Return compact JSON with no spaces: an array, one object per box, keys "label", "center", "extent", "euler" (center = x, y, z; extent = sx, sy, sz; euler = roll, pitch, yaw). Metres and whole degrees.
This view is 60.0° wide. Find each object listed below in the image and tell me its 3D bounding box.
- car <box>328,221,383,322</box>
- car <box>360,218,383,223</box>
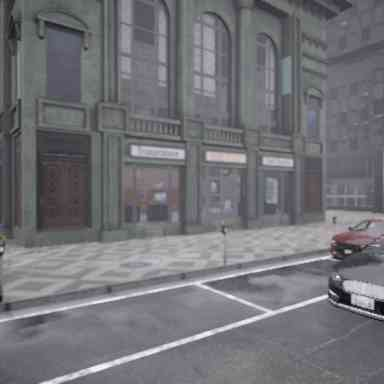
[{"label":"car","center":[4.739,1.507,6.781],"extent":[4.902,1.511,2.128],"euler":[0,0,-36]},{"label":"car","center":[6.552,1.569,11.360],"extent":[4.507,1.381,1.887],"euler":[0,0,-36]}]
